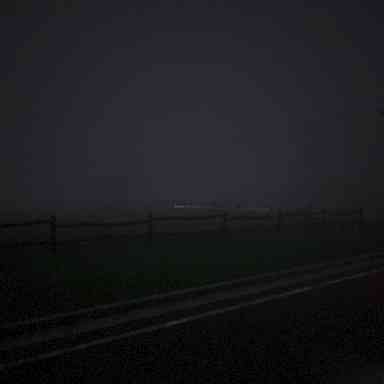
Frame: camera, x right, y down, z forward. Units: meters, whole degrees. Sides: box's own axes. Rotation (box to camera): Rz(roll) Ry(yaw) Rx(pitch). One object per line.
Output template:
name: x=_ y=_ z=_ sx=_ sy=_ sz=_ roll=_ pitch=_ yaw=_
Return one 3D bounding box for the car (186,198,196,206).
car: x=-1.361 y=1.963 z=66.109 sx=2.033 sy=1.411 sz=5.357 roll=1 pitch=0 yaw=-36

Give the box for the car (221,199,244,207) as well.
car: x=7.329 y=1.946 z=60.036 sx=2.128 sy=1.511 sz=4.902 roll=1 pitch=0 yaw=-36

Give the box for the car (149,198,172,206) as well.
car: x=-6.207 y=1.862 z=60.854 sx=1.812 sy=1.442 sz=4.674 roll=1 pitch=-1 yaw=-36

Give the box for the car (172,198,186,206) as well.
car: x=-3.603 y=1.940 z=63.232 sx=1.994 sy=1.385 sz=4.181 roll=1 pitch=-1 yaw=-36
